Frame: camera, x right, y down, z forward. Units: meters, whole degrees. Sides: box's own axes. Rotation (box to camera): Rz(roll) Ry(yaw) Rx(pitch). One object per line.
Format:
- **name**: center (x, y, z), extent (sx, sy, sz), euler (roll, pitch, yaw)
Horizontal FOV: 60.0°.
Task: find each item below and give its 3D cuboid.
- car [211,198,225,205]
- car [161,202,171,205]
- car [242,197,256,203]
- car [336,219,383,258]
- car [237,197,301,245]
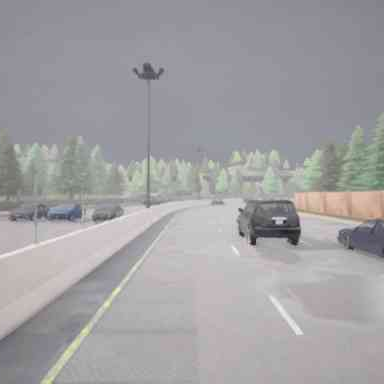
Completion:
- **car**: center (5.701, 2.151, 73.407), extent (1.812, 1.442, 4.674), euler (0, -1, 22)
- **car**: center (-5.722, 2.163, 68.817), extent (1.895, 1.301, 4.718), euler (0, -1, 16)
- **car**: center (15.317, 2.155, 89.527), extent (1.837, 1.490, 4.892), euler (0, -1, 33)
- **car**: center (7.099, 1.649, 11.808), extent (2.033, 1.411, 5.357), euler (0, 0, 0)
- **car**: center (3.598, 1.362, 16.371), extent (2.150, 2.045, 5.566), euler (0, 0, 0)
